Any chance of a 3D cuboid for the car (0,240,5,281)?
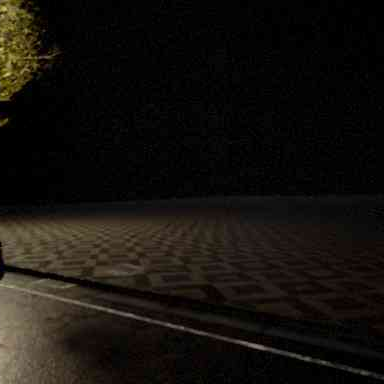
[{"bbox_3d":[-6.708,1.354,7.750,5.566,2.045,2.150,-1,-1,31],"label":"car"}]
